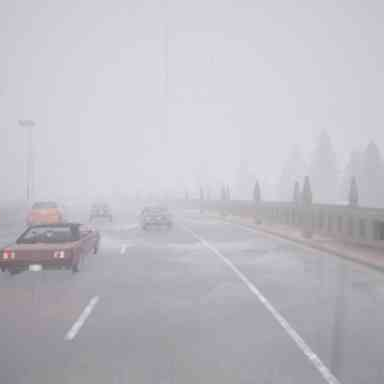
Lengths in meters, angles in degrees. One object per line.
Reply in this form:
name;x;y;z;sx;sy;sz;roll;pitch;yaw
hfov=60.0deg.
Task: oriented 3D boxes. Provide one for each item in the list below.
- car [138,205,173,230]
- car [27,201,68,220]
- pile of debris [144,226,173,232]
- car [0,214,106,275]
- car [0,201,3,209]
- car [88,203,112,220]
car;-2.420;1.568;21.547;2.033;1.411;5.357;0;0;-12
car;-10.247;1.423;23.836;2.097;1.767;4.553;0;0;-14
pile of debris;-2.029;2.191;19.748;1.500;0.140;1.860;0;0;-11
car;-4.175;1.621;10.590;1.895;1.301;4.718;0;0;-6
car;-23.783;1.690;39.785;1.882;1.535;5.008;0;0;-27
car;-7.826;1.609;28.446;2.033;1.411;5.357;0;0;-17
